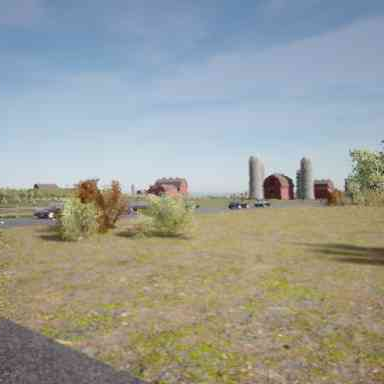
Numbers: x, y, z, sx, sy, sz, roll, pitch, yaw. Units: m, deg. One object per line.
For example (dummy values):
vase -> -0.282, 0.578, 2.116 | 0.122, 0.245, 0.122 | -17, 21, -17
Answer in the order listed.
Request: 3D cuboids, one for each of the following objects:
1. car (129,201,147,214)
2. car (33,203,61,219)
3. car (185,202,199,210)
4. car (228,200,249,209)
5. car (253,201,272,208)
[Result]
car -> -6.980, 1.896, 40.773 | 2.128, 1.511, 4.902 | -1, -1, 36
car -> -12.928, 1.799, 32.524 | 1.837, 1.490, 4.892 | -1, -1, 36
car -> -0.949, 2.118, 49.128 | 1.895, 1.301, 4.718 | -1, -1, 36
car -> 7.735, 2.064, 54.973 | 1.837, 1.490, 4.892 | -1, -1, 36
car -> 13.427, 2.268, 62.940 | 1.895, 1.301, 4.718 | -1, -1, 36
